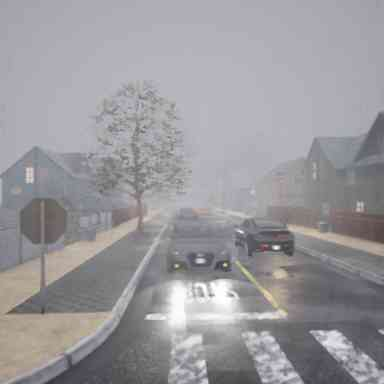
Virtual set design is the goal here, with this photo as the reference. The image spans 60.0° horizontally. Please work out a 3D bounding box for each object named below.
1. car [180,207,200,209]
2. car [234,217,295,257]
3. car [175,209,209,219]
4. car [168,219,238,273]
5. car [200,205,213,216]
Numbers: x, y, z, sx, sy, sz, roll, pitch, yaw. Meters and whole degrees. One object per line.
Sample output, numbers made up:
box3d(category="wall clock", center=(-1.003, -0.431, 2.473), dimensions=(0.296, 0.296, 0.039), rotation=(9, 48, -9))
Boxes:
box3d(category="car", center=(-0.530, 2.307, 33.024), dimensions=(1.837, 1.490, 4.892), rotation=(-1, -1, -2))
box3d(category="car", center=(3.036, 1.855, 14.710), dimensions=(1.837, 1.490, 4.892), rotation=(-1, -1, -2))
box3d(category="car", center=(-0.180, 2.120, 22.363), dimensions=(1.994, 1.385, 4.181), rotation=(0, -1, -2))
box3d(category="car", center=(0.186, 1.873, 11.696), dimensions=(1.994, 1.385, 4.181), rotation=(0, -1, -2))
box3d(category="car", center=(1.889, 2.600, 48.041), dimensions=(1.882, 1.535, 5.008), rotation=(-1, -1, -2))
